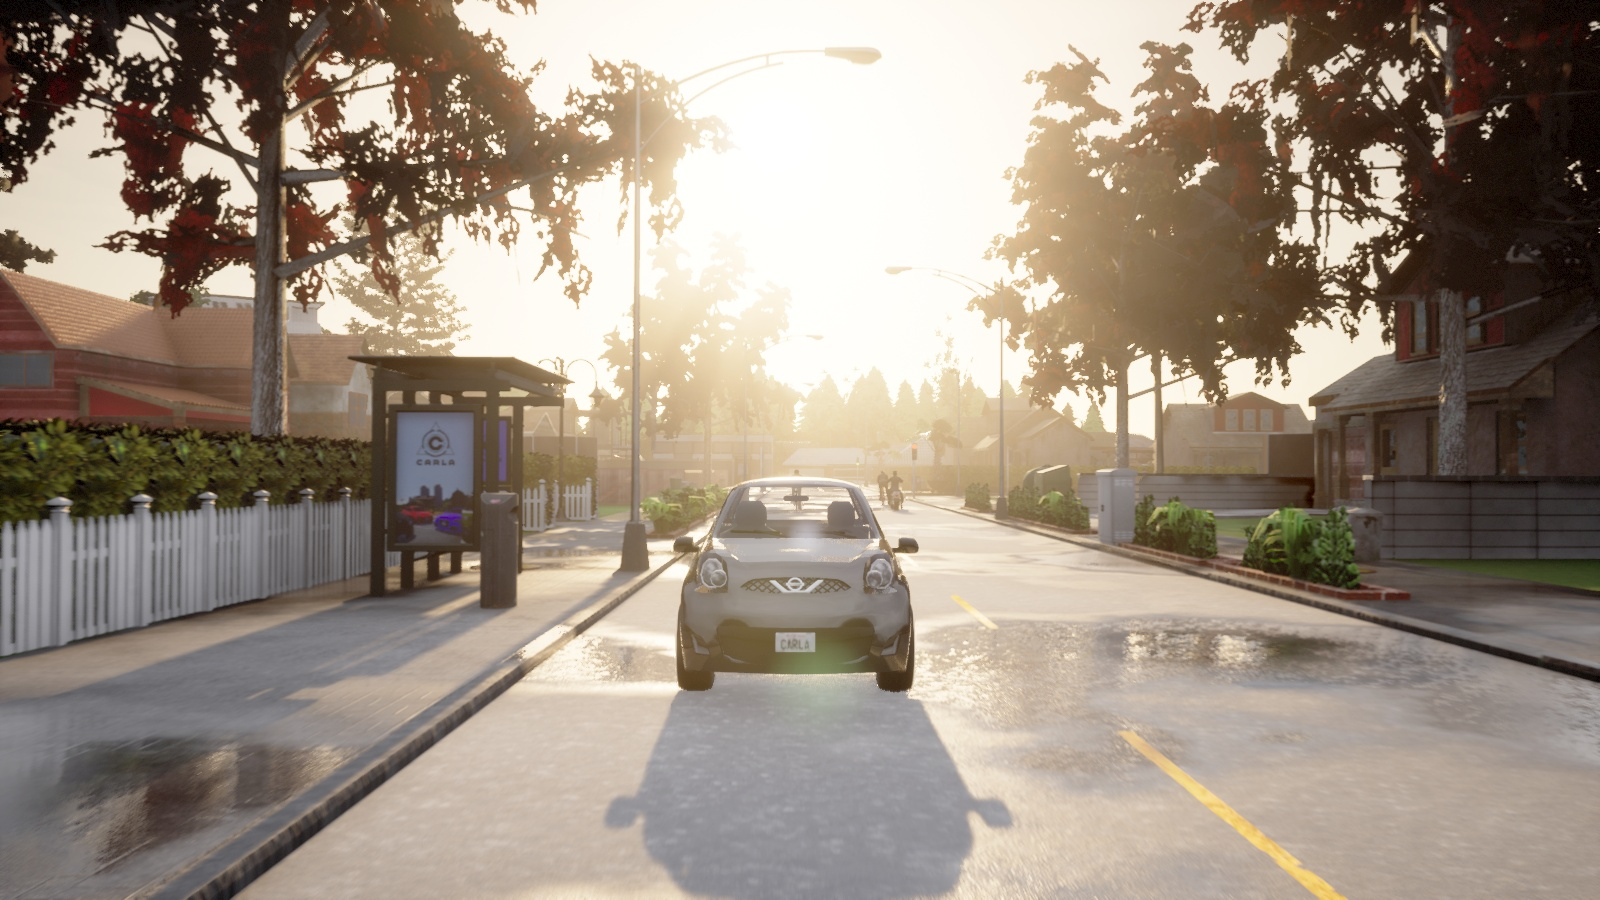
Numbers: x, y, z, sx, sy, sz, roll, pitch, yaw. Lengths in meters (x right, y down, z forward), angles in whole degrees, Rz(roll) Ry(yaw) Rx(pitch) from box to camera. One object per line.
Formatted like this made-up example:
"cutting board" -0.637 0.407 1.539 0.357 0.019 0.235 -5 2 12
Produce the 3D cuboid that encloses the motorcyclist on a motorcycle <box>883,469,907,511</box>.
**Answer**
"motorcyclist on a motorcycle" 3.876 1.609 51.365 0.766 1.649 2.350 0 -1 0

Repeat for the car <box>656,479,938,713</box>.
"car" -0.024 0.997 10.052 1.845 1.501 3.633 0 -1 0
